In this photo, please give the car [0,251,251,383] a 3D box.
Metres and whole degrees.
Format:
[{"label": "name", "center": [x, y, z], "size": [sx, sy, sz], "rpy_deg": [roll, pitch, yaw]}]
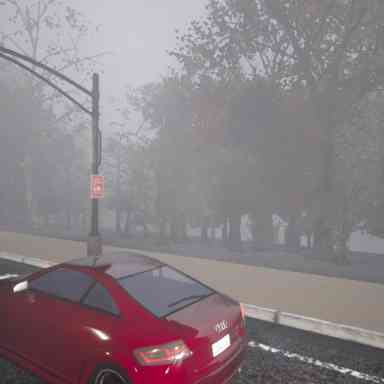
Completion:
[{"label": "car", "center": [-1.328, 1.563, 4.629], "size": [4.181, 1.385, 1.994], "rpy_deg": [0, 0, 35]}]
